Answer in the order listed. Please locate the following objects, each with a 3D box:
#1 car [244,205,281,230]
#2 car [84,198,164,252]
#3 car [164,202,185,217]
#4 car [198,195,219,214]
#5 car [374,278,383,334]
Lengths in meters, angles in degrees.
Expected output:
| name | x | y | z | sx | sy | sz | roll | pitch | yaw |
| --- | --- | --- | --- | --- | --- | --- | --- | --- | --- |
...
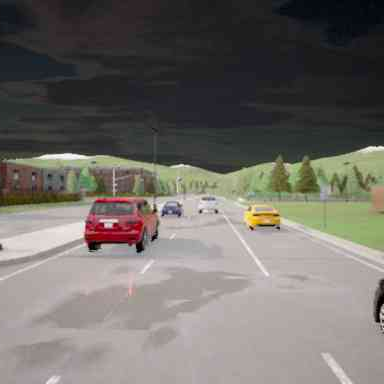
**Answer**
| name | x | y | z | sx | sy | sz | roll | pitch | yaw |
| --- | --- | --- | --- | --- | --- | --- | --- | --- | --- |
| car | 4.599 | 1.603 | 22.337 | 1.882 | 1.535 | 5.008 | 0 | 0 | 3 |
| car | -2.802 | 1.275 | 14.359 | 2.150 | 2.045 | 5.566 | 0 | 0 | 3 |
| car | -1.893 | 1.669 | 32.877 | 1.812 | 1.442 | 4.674 | 0 | 0 | 3 |
| car | 1.916 | 1.410 | 38.742 | 2.150 | 2.045 | 5.566 | 0 | 0 | 3 |
| car | 3.795 | 1.526 | 3.392 | 2.128 | 1.511 | 4.902 | 0 | 0 | 1 |
